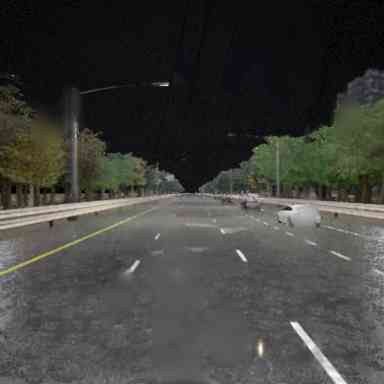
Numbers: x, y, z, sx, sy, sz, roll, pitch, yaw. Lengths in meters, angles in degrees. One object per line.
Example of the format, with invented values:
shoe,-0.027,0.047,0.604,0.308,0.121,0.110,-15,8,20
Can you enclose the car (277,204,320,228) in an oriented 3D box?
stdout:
car,7.018,1.544,22.180,1.812,1.442,4.674,0,0,0

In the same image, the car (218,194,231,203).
car,7.197,1.538,71.123,1.837,1.490,4.892,0,0,0

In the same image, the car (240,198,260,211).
car,7.074,1.514,40.993,2.128,1.511,4.902,0,0,0
